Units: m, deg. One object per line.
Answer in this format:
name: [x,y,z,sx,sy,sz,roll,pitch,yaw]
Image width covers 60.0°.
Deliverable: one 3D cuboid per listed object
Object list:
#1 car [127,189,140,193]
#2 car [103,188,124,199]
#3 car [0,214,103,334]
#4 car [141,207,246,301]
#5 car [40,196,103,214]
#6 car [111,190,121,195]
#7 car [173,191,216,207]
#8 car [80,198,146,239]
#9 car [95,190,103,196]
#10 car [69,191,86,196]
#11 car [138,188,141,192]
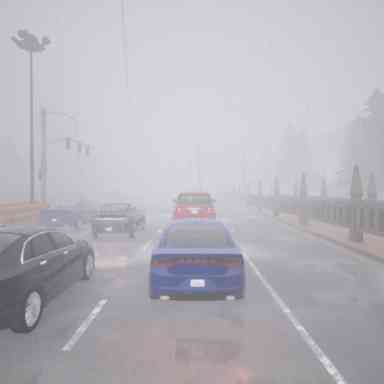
car: [-13.769,0.416,75.598,1.994,1.385,4.181,0,1,0]
car: [-13.880,0.322,60.316,2.150,2.045,5.566,0,1,1]
car: [-3.402,1.430,6.619,1.837,1.490,4.892,0,0,0]
car: [0.100,1.381,8.202,1.882,1.535,5.008,0,1,0]
car: [-6.872,1.213,19.070,1.882,1.535,5.008,0,1,0]
car: [-20.714,0.140,90.883,1.812,1.442,4.674,0,1,0]
car: [0.121,0.973,18.071,2.150,2.045,5.566,0,1,0]
car: [-3.381,1.275,15.988,2.128,1.511,4.902,0,1,0]
car: [-20.768,0.385,75.829,2.128,1.511,4.902,0,1,0]
car: [-20.871,0.597,60.746,1.837,1.490,4.892,0,1,1]
car: [-13.714,-0.159,90.857,2.150,2.045,5.566,0,1,0]
